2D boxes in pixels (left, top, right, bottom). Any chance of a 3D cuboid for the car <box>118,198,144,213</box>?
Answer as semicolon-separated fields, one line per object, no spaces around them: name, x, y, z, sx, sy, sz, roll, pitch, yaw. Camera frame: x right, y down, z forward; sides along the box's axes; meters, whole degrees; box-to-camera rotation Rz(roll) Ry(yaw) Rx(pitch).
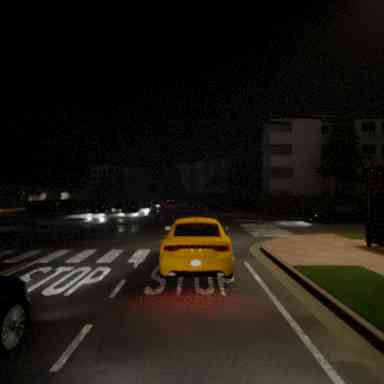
car;-7.227;1.696;39.823;1.837;1.490;4.892;0;0;-2

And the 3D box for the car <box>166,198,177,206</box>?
car;-3.793;1.790;62.138;2.128;1.511;4.902;0;0;-1

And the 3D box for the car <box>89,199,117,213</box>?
car;-10.769;1.792;39.760;1.895;1.301;4.718;0;0;-1

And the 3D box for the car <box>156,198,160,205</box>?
car;-7.475;1.848;67.127;1.812;1.442;4.674;0;0;0

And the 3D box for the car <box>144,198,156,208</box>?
car;-7.372;1.737;51.544;2.128;1.511;4.902;0;0;0

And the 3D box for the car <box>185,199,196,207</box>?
car;-0.235;1.820;56.768;2.033;1.411;5.357;0;0;-1

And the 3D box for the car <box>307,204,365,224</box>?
car;11.616;1.651;25.061;5.357;1.411;2.033;0;0;0

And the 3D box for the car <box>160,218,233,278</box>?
car;0.147;1.527;10.291;1.882;1.535;5.008;0;0;1

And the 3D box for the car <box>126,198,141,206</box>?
car;-10.919;1.861;62.336;1.994;1.385;4.181;0;0;0

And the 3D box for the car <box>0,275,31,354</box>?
car;-3.429;1.508;3.261;2.128;1.511;4.902;0;0;0
